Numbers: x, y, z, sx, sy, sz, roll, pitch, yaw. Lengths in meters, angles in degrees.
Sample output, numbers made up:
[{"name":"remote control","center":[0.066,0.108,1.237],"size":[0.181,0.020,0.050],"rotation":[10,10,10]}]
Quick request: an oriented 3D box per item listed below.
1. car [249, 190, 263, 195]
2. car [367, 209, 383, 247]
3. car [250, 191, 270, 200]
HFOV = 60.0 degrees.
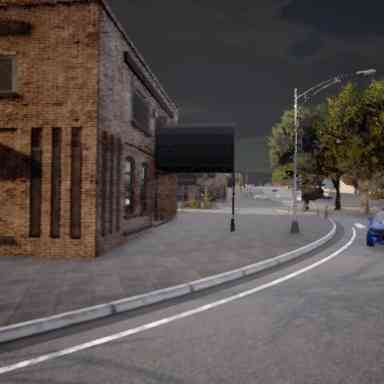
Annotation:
[{"name":"car","center":[19.029,1.113,92.129],"size":[4.792,1.488,2.163],"rotation":[-2,4,-14]},{"name":"car","center":[8.898,1.493,14.601],"size":[1.882,1.535,5.008],"rotation":[0,0,31]},{"name":"car","center":[18.709,1.315,89.191],"size":[4.674,1.452,2.002],"rotation":[-2,3,-14]}]
